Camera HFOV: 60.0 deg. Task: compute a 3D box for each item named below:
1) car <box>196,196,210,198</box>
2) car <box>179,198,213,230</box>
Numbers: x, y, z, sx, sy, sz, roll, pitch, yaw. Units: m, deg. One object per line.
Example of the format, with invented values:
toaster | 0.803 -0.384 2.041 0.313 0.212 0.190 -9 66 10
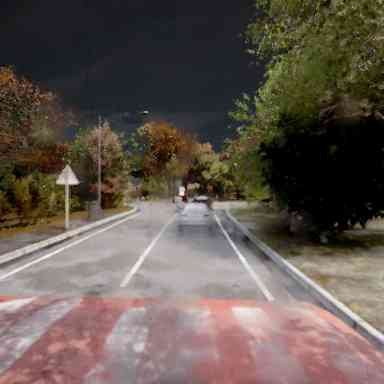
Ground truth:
car | 1.217 1.119 35.818 1.882 1.535 5.008 0 0 7
car | 0.214 1.314 19.193 1.812 1.442 4.674 0 1 1
